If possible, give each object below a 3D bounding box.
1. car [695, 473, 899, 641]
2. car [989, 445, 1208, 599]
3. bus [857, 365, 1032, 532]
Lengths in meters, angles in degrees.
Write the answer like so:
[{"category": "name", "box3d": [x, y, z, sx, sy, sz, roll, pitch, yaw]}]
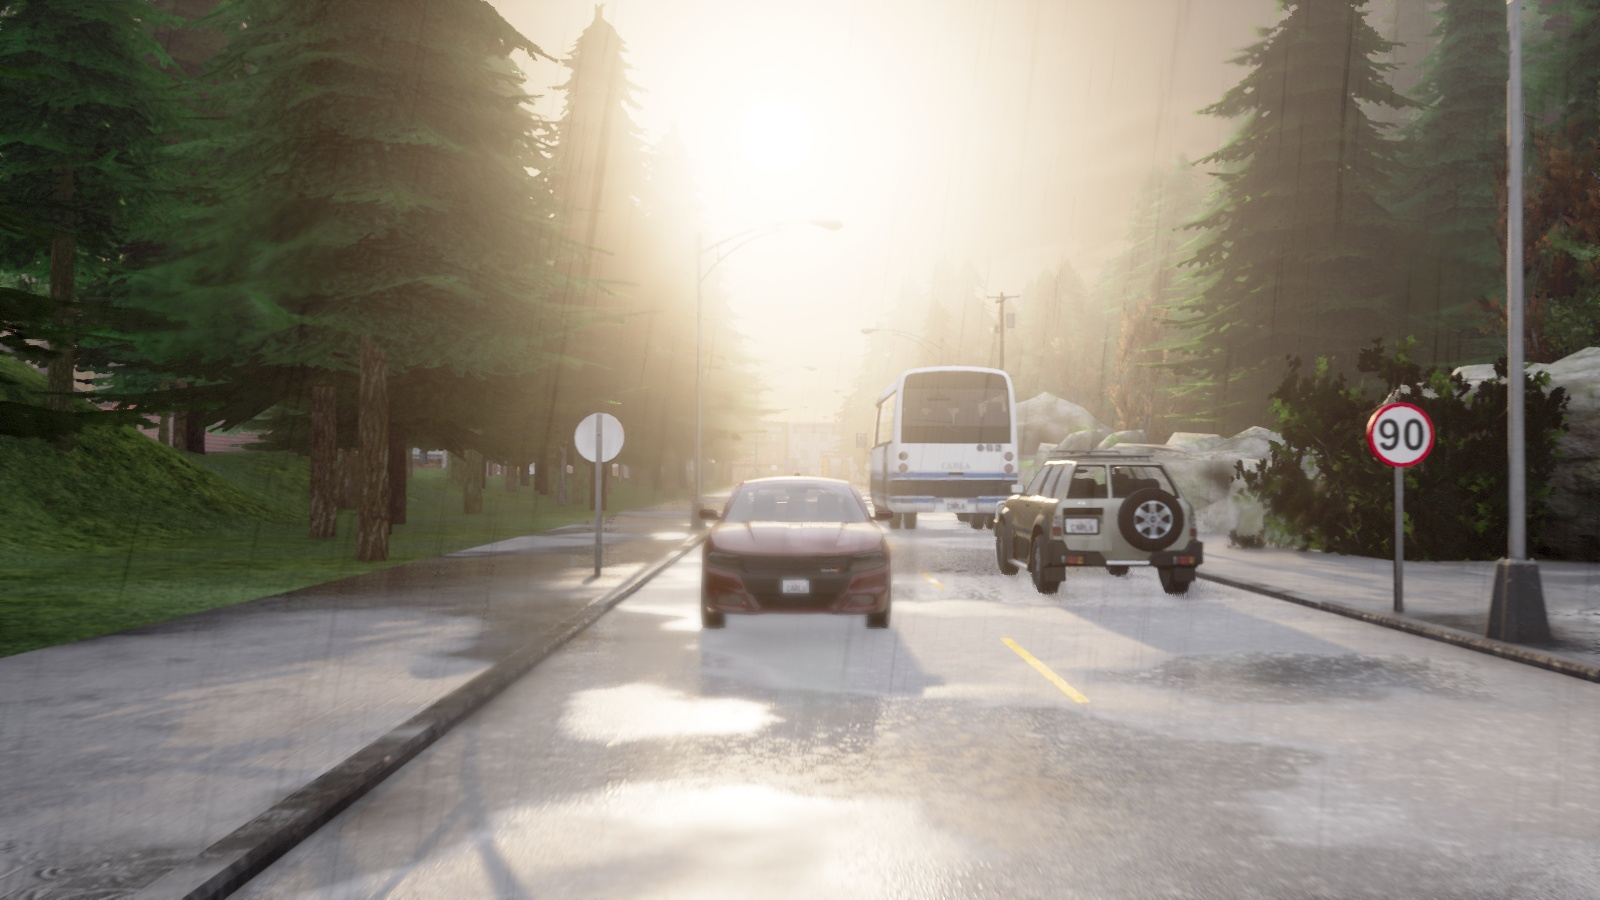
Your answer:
[{"category": "car", "box3d": [-0.035, 1.033, 14.097, 1.882, 1.535, 5.008, 0, -1, 0]}, {"category": "car", "box3d": [3.956, 0.913, 17.502, 1.932, 1.855, 4.605, 0, -1, 0]}, {"category": "bus", "box3d": [3.921, 0.055, 37.189, 3.944, 4.253, 10.273, 0, -1, 0]}]
